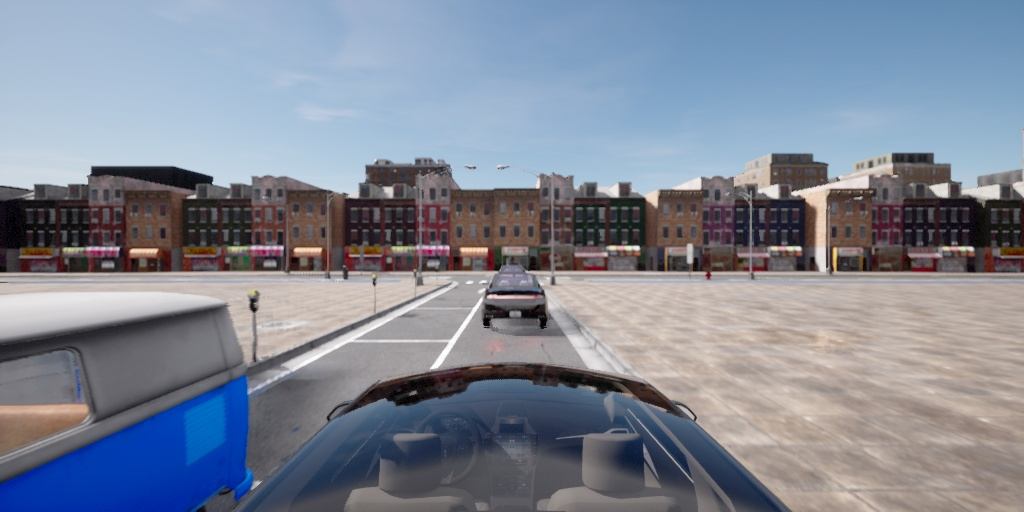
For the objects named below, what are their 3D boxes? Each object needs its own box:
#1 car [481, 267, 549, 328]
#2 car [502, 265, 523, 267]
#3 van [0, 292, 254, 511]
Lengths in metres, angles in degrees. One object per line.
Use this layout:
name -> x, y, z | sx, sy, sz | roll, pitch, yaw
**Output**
car -> 0.078, 1.268, 11.537 | 2.128, 1.511, 4.902 | 0, 0, 0
car -> 0.015, 1.296, 21.966 | 2.128, 1.511, 4.902 | 0, 0, -1
van -> -2.634, 1.088, 0.817 | 1.690, 1.789, 3.998 | 0, 0, 0
